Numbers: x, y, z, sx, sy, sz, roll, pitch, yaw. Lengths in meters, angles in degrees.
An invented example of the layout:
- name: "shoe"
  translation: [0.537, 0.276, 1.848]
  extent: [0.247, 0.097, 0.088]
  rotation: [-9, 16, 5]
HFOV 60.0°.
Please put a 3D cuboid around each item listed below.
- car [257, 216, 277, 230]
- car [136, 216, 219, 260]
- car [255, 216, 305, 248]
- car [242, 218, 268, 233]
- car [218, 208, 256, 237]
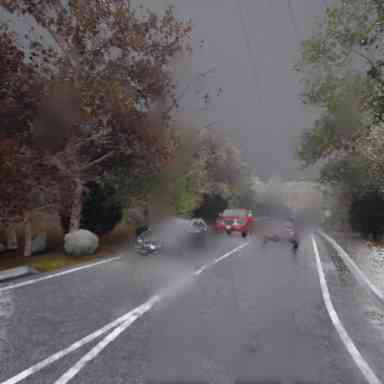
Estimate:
- name: "car"
  translation: [10.094, 4.132, 44.469]
  extent: [2.097, 1.767, 4.553]
  rotation: [1, -5, 19]
- name: "car"
  translation: [-0.539, 1.787, 13.737]
  extent: [1.837, 1.490, 4.892]
  rotation: [1, -3, 20]
- name: "car"
  translation: [4.975, 2.185, 18.299]
  extent: [2.033, 1.411, 5.357]
  rotation: [1, -3, 19]
- name: "car"
  translation: [6.579, 3.392, 34.235]
  extent: [1.994, 1.385, 4.181]
  rotation: [1, -5, 20]
- name: "car"
  translation: [3.341, 2.210, 24.888]
  extent: [2.150, 2.045, 5.566]
  rotation: [1, -4, 19]
